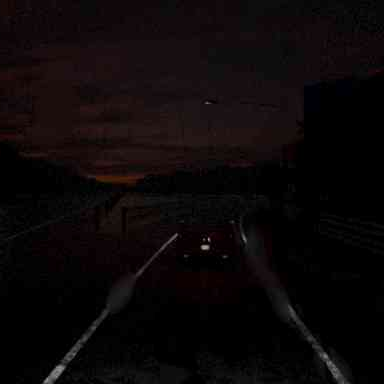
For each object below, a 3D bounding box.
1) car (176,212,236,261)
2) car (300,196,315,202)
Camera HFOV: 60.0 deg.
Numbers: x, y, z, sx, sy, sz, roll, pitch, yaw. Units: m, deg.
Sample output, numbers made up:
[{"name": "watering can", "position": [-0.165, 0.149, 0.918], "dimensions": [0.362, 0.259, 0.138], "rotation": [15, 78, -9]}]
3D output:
[{"name": "car", "position": [0.564, 1.487, 12.317], "dimensions": [1.882, 1.535, 5.008], "rotation": [0, 0, 4]}, {"name": "car", "position": [29.575, 1.720, 85.136], "dimensions": [5.008, 1.535, 1.882], "rotation": [0, 0, -35]}]
